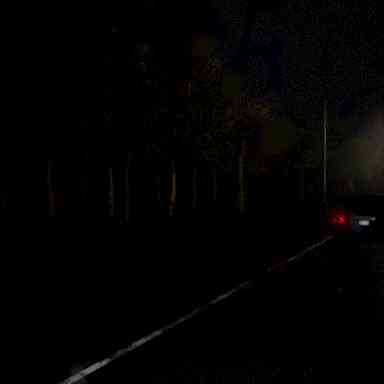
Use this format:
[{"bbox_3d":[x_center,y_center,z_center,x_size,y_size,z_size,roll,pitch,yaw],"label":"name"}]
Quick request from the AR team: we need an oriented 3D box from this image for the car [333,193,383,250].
[{"bbox_3d":[6.996,1.045,12.776,2.150,2.045,5.566,1,1,35],"label":"car"}]
